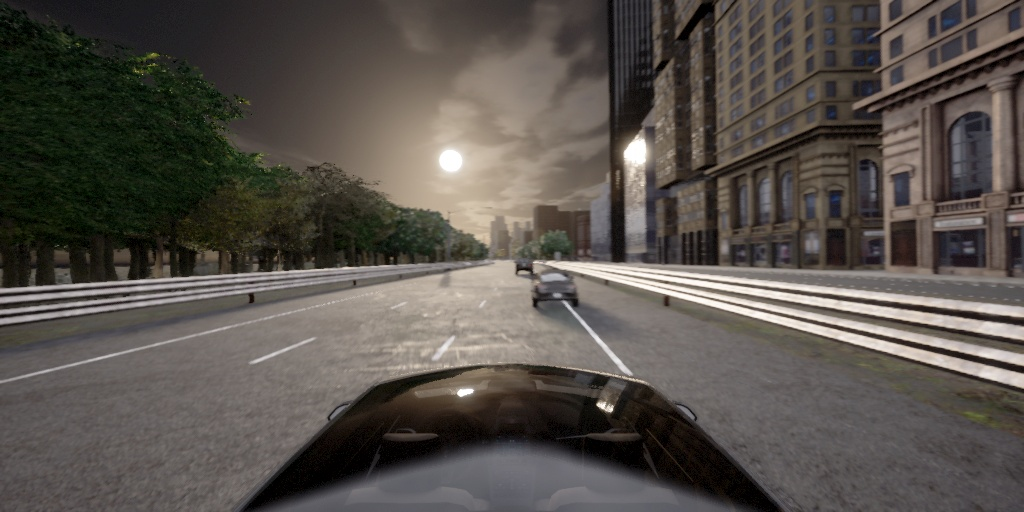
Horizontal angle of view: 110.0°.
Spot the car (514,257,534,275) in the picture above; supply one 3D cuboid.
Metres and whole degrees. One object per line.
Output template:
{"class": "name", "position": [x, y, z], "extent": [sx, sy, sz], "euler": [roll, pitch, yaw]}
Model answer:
{"class": "car", "position": [1.481, 1.169, 43.402], "extent": [2.150, 2.045, 5.566], "euler": [-1, 0, 2]}

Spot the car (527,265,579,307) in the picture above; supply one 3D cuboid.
{"class": "car", "position": [1.723, 1.274, 15.386], "extent": [1.812, 1.442, 4.674], "euler": [-1, 0, 2]}
